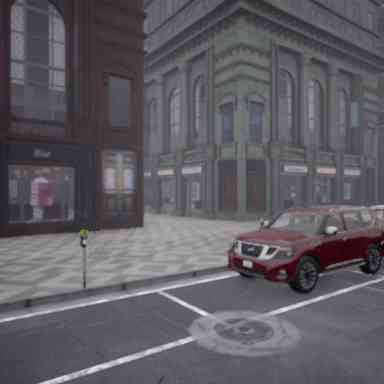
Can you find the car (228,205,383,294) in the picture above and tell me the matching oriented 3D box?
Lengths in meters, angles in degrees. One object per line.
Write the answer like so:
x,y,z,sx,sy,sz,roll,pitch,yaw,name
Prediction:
3.314,1.317,9.016,5.009,1.841,2.192,0,0,-36,car
